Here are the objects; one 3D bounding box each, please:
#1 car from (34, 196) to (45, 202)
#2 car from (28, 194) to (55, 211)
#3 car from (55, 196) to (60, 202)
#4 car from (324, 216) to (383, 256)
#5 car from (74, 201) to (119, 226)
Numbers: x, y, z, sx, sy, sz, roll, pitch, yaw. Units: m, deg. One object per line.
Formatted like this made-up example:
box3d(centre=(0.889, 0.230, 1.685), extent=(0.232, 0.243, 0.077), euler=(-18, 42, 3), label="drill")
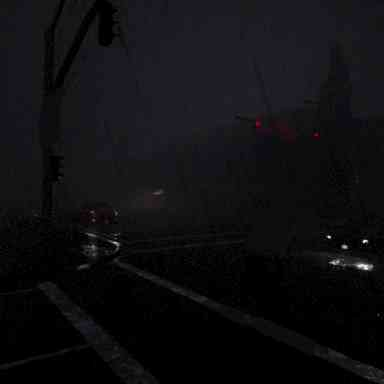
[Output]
box3d(centre=(-38.668, 1.783, 84.292), extent=(1.994, 1.385, 4.181), euler=(1, -1, -34), label="car")
box3d(centre=(-20.162, 1.344, 43.991), extent=(2.150, 2.045, 5.566), euler=(1, -1, -33), label="car")
box3d(centre=(-35.528, 1.776, 85.895), extent=(1.837, 1.490, 4.892), euler=(1, -1, -34), label="car")
box3d(centre=(7.881, 1.740, 14.320), extent=(5.357, 1.411, 2.033), euler=(1, -1, -39), label="car")
box3d(centre=(-7.072, 1.462, 24.444), extent=(2.097, 1.767, 4.553), euler=(1, -1, -34), label="car")
